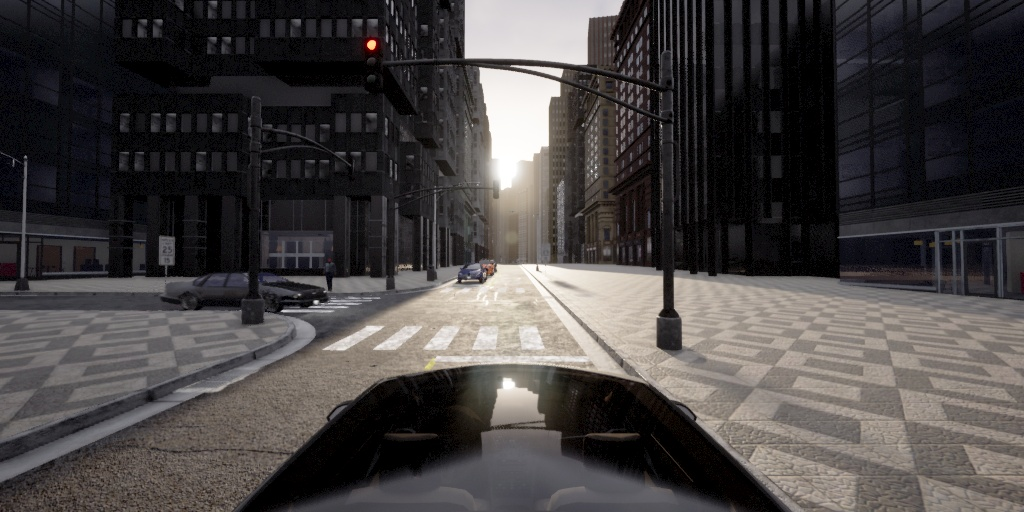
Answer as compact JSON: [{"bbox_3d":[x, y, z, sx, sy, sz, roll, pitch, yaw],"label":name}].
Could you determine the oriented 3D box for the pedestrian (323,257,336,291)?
[{"bbox_3d":[-9.969,0.974,19.605,0.375,1.860,0.375,0,-1,0],"label":"pedestrian"}]

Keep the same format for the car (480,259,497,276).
[{"bbox_3d":[-3.021,1.138,38.252,2.097,1.767,4.553,0,0,0],"label":"car"}]

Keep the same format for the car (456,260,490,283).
[{"bbox_3d":[-3.045,1.289,28.247,1.812,1.442,4.674,0,0,2],"label":"car"}]

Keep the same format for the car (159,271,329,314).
[{"bbox_3d":[-9.601,1.242,13.002,5.357,1.411,2.033,0,-1,6],"label":"car"}]
